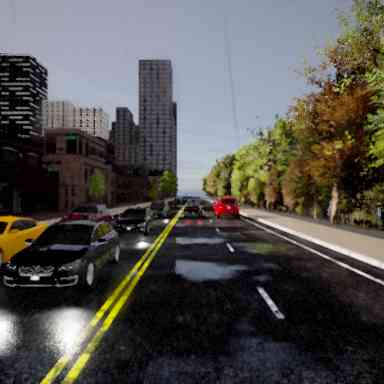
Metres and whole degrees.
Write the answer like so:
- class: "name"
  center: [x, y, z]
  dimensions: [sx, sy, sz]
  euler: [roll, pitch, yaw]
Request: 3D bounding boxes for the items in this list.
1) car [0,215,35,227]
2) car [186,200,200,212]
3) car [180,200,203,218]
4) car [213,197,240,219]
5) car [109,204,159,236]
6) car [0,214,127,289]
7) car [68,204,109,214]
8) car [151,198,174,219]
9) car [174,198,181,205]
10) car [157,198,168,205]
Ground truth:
- class: "car"
  center: [-6.583, 1.589, 11.265]
  dimensions: [1.882, 1.535, 5.008]
  euler: [0, -1, 0]
- class: "car"
  center: [0.103, 1.936, 46.958]
  dimensions: [1.882, 1.535, 5.008]
  euler: [0, 0, 1]
- class: "car"
  center: [0.146, 1.826, 34.255]
  dimensions: [2.128, 1.511, 4.902]
  euler: [0, -1, 0]
- class: "car"
  center: [3.394, 1.549, 33.111]
  dimensions: [2.150, 2.045, 5.566]
  euler: [0, 0, 0]
- class: "car"
  center: [-3.316, 1.701, 19.901]
  dimensions: [1.837, 1.490, 4.892]
  euler: [0, -1, 0]
- class: "car"
  center: [-3.335, 1.599, 9.502]
  dimensions: [1.837, 1.490, 4.892]
  euler: [0, -1, 0]
- class: "car"
  center: [-6.560, 1.559, 21.046]
  dimensions: [2.097, 1.767, 4.553]
  euler: [0, -1, 0]
- class: "car"
  center: [-3.243, 1.672, 32.656]
  dimensions: [2.097, 1.767, 4.553]
  euler: [0, -1, 1]
- class: "car"
  center: [-3.154, 2.097, 72.628]
  dimensions: [1.837, 1.490, 4.892]
  euler: [0, -1, 0]
- class: "car"
  center: [-6.404, 2.121, 72.633]
  dimensions: [1.812, 1.442, 4.674]
  euler: [0, -1, 0]
